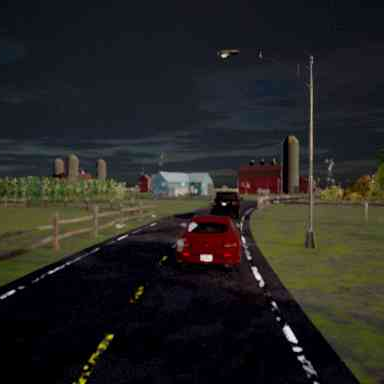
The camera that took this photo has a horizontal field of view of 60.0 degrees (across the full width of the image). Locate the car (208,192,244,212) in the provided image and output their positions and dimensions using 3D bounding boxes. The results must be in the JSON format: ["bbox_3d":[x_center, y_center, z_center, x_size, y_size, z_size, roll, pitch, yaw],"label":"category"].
[{"bbox_3d":[2.919,0.983,26.949,2.150,2.045,5.566,0,0,12],"label":"car"}]

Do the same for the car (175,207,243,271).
[{"bbox_3d":[0.585,1.429,10.493,1.812,1.442,4.674,0,1,6],"label":"car"}]

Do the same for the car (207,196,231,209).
[{"bbox_3d":[3.367,1.244,40.648,1.895,1.301,4.718,0,1,17],"label":"car"}]
